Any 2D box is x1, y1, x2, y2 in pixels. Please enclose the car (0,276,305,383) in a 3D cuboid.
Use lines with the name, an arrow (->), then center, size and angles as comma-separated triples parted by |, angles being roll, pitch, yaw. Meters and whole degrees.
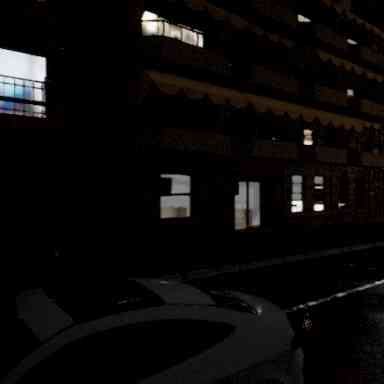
car -> -1.014, 1.532, 2.633 | 4.674, 1.442, 1.812 | 1, -1, -36
